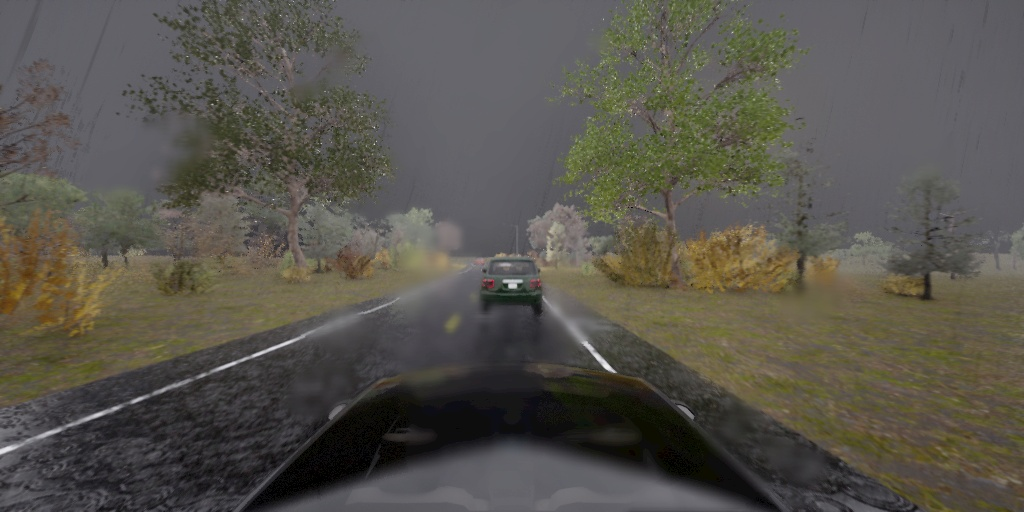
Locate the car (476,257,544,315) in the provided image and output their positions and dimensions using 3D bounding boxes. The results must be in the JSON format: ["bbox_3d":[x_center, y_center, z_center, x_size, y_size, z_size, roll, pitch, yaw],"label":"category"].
[{"bbox_3d":[-0.012,1.053,14.213,2.150,2.045,5.566,0,0,-1],"label":"car"}]
